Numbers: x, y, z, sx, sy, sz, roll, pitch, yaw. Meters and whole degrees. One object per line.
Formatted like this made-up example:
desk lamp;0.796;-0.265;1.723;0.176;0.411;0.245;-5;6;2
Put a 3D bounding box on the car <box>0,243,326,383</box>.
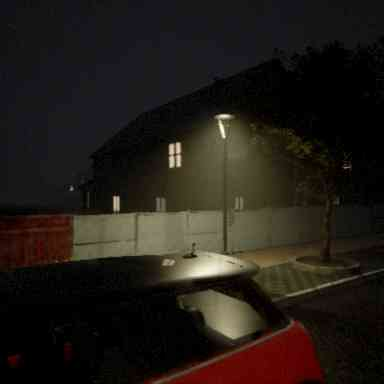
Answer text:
car;-1.144;1.352;2.254;4.553;1.767;2.097;0;0;-35
